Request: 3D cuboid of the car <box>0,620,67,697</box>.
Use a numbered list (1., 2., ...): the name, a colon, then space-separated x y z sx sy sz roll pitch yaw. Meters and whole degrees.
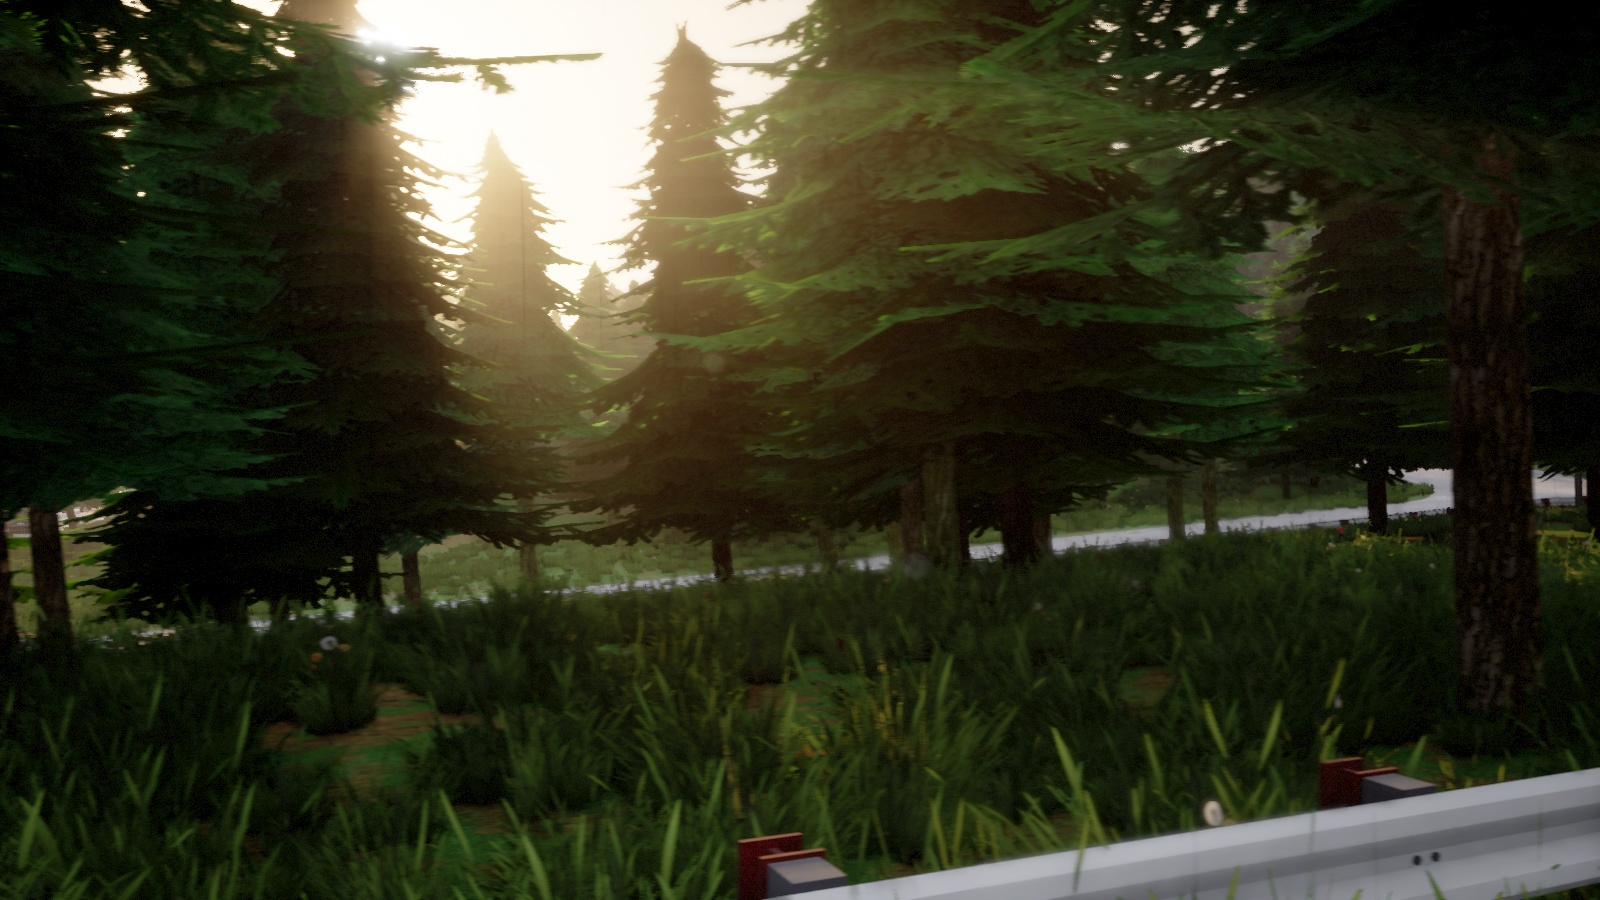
1. car: -23.718 6.096 35.495 4.611 1.667 2.242 -6 3 -16
